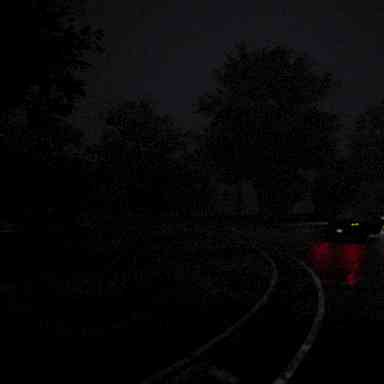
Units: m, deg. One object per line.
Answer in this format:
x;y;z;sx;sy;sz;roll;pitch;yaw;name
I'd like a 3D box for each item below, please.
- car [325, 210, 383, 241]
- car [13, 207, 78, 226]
8.669;1.695;17.907;1.812;1.442;4.674;-3;-2;41;car
-12.278;1.999;27.995;5.008;1.535;1.882;-1;-2;-5;car
